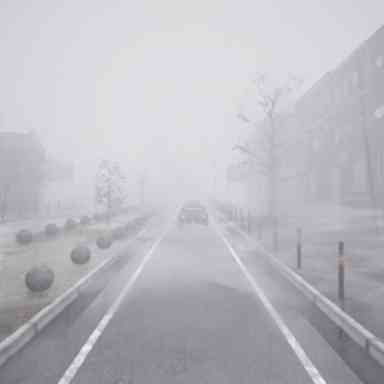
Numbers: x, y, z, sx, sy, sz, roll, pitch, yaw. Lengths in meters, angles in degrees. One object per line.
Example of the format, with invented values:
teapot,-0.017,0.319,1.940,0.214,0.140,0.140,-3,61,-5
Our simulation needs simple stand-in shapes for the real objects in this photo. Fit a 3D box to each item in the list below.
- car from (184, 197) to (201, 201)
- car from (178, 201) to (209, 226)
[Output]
car,0.089,1.344,39.664,1.882,1.535,5.008,0,0,0
car,0.094,1.525,22.454,1.895,1.301,4.718,0,0,0
